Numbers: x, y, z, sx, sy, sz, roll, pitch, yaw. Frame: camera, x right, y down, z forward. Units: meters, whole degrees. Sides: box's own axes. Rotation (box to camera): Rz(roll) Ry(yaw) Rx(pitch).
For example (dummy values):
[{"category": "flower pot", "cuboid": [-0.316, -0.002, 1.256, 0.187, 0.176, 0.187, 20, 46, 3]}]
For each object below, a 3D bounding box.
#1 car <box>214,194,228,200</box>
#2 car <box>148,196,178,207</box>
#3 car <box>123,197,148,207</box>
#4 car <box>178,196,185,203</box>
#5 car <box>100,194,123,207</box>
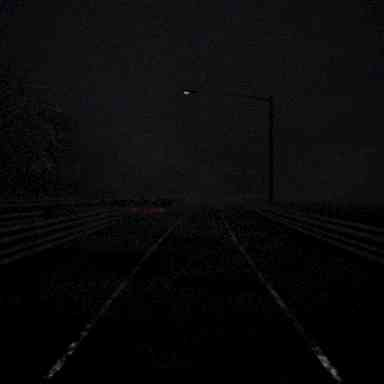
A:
[{"category": "car", "cuboid": [8.333, 1.494, 95.285, 1.994, 1.385, 4.181, 0, 0, 16]}, {"category": "car", "cuboid": [-3.941, 1.325, 46.187, 2.128, 1.511, 4.902, 0, 0, 12]}, {"category": "car", "cuboid": [-7.471, 1.359, 46.377, 1.812, 1.442, 4.674, 0, 0, 12]}, {"category": "car", "cuboid": [-2.781, 1.442, 66.852, 1.994, 1.385, 4.181, 0, 0, 14]}, {"category": "car", "cuboid": [-11.032, 1.185, 46.524, 2.097, 1.767, 4.553, 0, 0, 12]}]
